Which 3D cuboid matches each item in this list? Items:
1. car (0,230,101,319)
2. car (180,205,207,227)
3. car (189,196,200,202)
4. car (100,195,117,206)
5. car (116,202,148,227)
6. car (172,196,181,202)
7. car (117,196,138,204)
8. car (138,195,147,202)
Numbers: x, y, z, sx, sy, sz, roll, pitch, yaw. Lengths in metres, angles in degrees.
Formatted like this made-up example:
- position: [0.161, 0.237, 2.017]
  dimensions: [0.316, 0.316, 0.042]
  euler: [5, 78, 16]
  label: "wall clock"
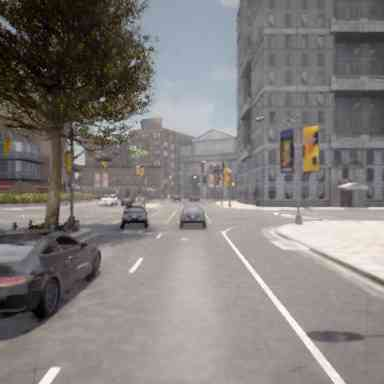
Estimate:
- position: [-3.445, 1.561, 7.356]
  dimensions: [1.812, 1.442, 4.674]
  euler: [0, 0, 0]
  label: "car"
- position: [0.078, 1.663, 24.002]
  dimensions: [2.033, 1.411, 5.357]
  euler: [0, 0, 0]
  label: "car"
- position: [0.702, 1.822, 85.826]
  dimensions: [1.837, 1.490, 4.892]
  euler: [0, 0, 20]
  label: "car"
- position: [-14.989, 1.508, 60.252]
  dimensions: [2.150, 2.045, 5.566]
  euler: [0, 0, 0]
  label: "car"
- position: [-4.167, 1.663, 23.951]
  dimensions: [2.033, 1.411, 5.357]
  euler: [0, 0, -11]
  label: "car"
- position: [-3.869, 1.725, 85.799]
  dimensions: [1.837, 1.490, 4.892]
  euler: [0, 0, -8]
  label: "car"
- position: [-11.500, 1.763, 59.723]
  dimensions: [1.882, 1.535, 5.008]
  euler: [0, 0, 1]
  label: "car"
- position: [-11.469, 1.487, 74.479]
  dimensions: [2.097, 1.767, 4.553]
  euler: [0, 0, 0]
  label: "car"
